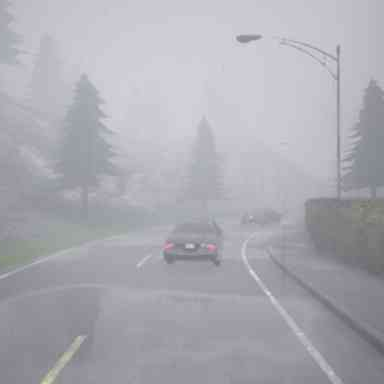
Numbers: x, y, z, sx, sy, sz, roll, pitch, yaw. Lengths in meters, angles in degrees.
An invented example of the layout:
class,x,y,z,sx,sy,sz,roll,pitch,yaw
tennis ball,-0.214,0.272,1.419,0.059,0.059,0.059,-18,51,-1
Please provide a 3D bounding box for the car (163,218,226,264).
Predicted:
class,x,y,z,sx,sy,sz,roll,pitch,yaw
car,0.234,1.684,12.371,2.033,1.411,5.357,0,-1,7

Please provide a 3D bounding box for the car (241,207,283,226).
class,x,y,z,sx,sy,sz,roll,pitch,yaw
car,5.575,1.852,26.289,1.994,1.385,4.181,0,-1,37
